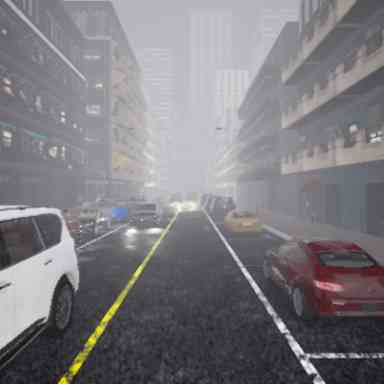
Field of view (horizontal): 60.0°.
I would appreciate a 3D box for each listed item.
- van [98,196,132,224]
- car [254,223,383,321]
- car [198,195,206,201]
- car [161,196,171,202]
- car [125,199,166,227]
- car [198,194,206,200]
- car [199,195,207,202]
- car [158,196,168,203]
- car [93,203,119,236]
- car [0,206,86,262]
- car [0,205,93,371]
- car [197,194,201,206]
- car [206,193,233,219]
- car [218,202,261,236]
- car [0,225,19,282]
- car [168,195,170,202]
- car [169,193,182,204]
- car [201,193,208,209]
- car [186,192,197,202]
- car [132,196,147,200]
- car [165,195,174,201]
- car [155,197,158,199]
[{"bbox_3d":[-5.682,1.334,23.877,1.690,1.788,3.998,-1,0,0],"label":"van"},{"bbox_3d":[2.677,1.580,7.046,1.802,1.307,4.206,-1,0,0],"label":"car"},{"bbox_3d":[2.637,1.548,85.475,1.947,1.339,4.313,-1,0,0],"label":"car"},{"bbox_3d":[-5.737,1.534,74.296,2.008,1.369,4.403,-1,0,0],"label":"car"},{"bbox_3d":[-3.109,1.498,23.106,1.837,1.490,4.892,0,0,0],"label":"car"},{"bbox_3d":[2.633,1.422,91.077,1.967,1.590,4.097,-1,0,0],"label":"car"},{"bbox_3d":[2.639,1.508,80.043,1.752,1.417,4.829,-1,0,0],"label":"car"},{"bbox_3d":[-5.729,1.567,57.489,1.802,1.307,4.206,-1,0,0],"label":"car"},{"bbox_3d":[-5.676,1.545,18.275,2.008,1.369,4.403,-1,0,0],"label":"car"},{"bbox_3d":[-5.675,1.436,12.673,1.967,1.590,4.097,-1,0,0],"label":"car"},{"bbox_3d":[-3.063,1.223,3.696,2.150,2.045,5.566,0,0,0],"label":"car"},{"bbox_3d":[2.368,1.208,51.524,2.150,2.045,5.566,0,0,0],"label":"car"},{"bbox_3d":[2.662,1.308,29.455,2.192,1.841,5.009,-1,0,0],"label":"car"},{"bbox_3d":[2.670,1.521,18.421,1.752,1.417,4.829,-1,0,0],"label":"car"},{"bbox_3d":[-5.670,1.579,7.071,1.802,1.307,4.206,-1,0,0],"label":"car"},{"bbox_3d":[-5.732,1.566,63.091,1.802,1.307,4.206,-1,0,0],"label":"car"},{"bbox_3d":[-3.042,1.207,64.503,2.150,2.045,5.566,0,0,0],"label":"car"},{"bbox_3d":[2.656,1.305,40.659,2.192,1.841,5.009,-1,0,0],"label":"car"},{"bbox_3d":[-0.035,1.067,69.695,2.150,2.045,5.566,0,0,0],"label":"car"},{"bbox_3d":[-5.711,1.305,35.081,2.192,1.841,5.009,-1,0,0],"label":"car"},{"bbox_3d":[-5.743,1.532,85.500,2.008,1.369,4.403,-1,0,0],"label":"car"},{"bbox_3d":[-5.728,1.539,40.683,2.008,1.369,4.403,-1,0,0],"label":"car"}]
